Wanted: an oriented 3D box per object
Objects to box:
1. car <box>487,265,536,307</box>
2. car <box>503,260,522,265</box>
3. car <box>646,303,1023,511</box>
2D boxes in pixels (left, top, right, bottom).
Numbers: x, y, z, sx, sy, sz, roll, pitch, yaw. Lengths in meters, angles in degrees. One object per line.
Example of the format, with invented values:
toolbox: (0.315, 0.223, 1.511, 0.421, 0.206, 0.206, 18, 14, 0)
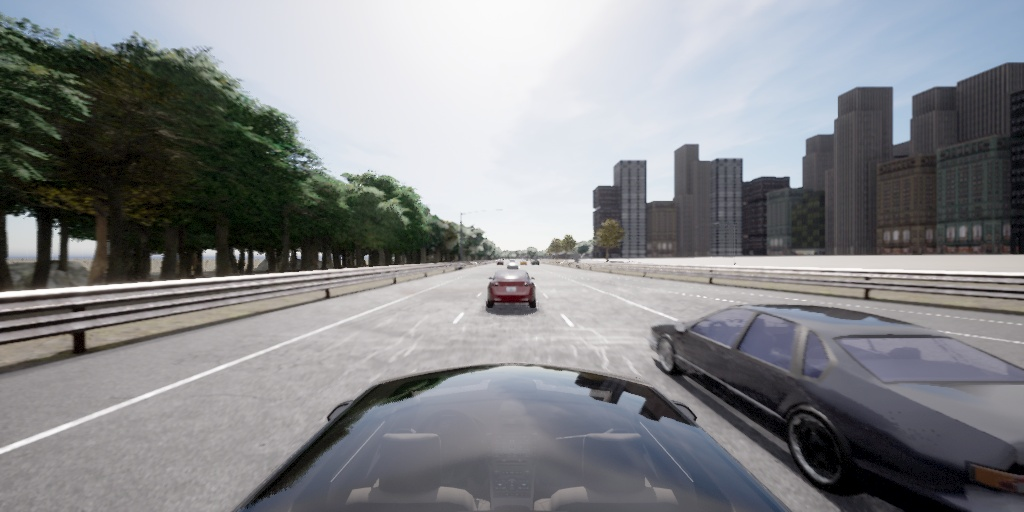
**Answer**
car: (-0.021, 1.316, 15.996, 2.163, 1.488, 4.792, 0, 0, 0)
car: (0.089, 1.641, 54.477, 2.033, 1.411, 5.357, 0, 0, 0)
car: (3.500, 1.308, 4.446, 2.033, 1.411, 5.357, 0, 0, 0)
